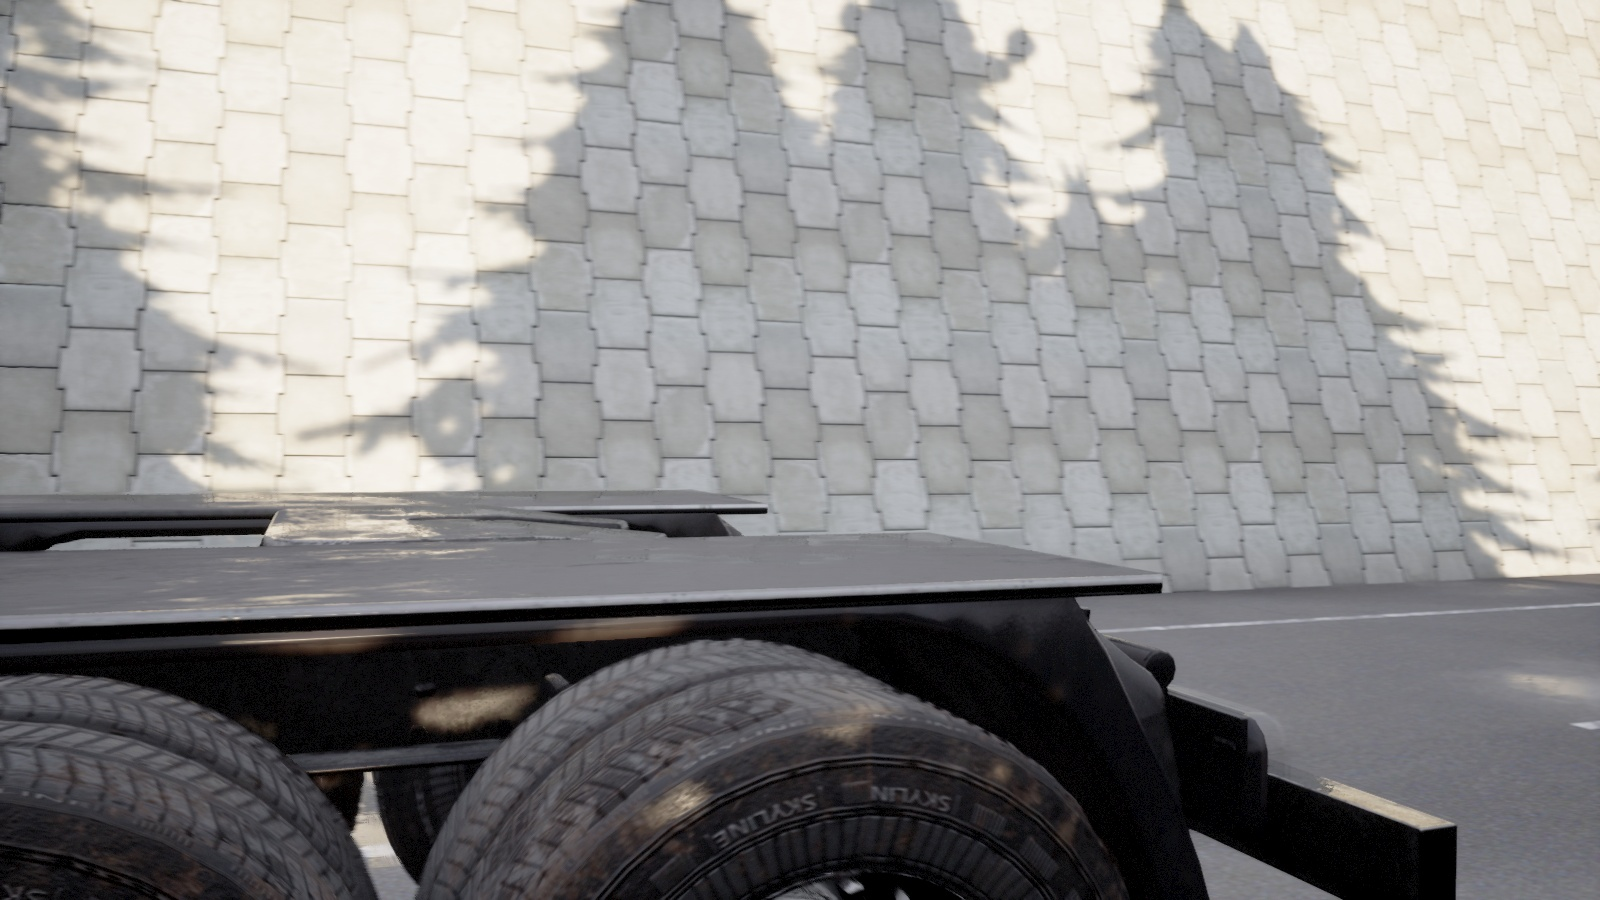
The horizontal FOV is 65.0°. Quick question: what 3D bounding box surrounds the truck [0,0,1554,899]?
[{"bbox_3d":[-2.916,-0.187,2.120,7.936,3.462,2.891,-1,1,-21],"label":"truck"}]
